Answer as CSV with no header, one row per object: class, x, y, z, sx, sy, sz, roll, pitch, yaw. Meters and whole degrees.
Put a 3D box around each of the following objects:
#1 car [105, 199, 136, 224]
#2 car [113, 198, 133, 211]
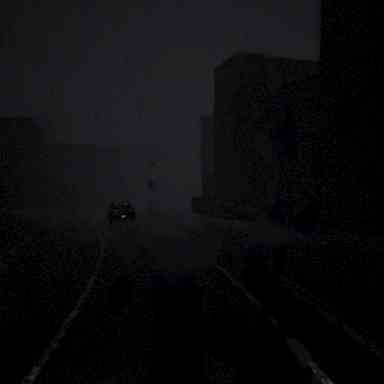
car,-5.371,1.468,24.969,2.128,1.511,4.902,-1,0,-17
car,-8.652,1.547,41.895,1.812,1.442,4.674,0,0,-4
